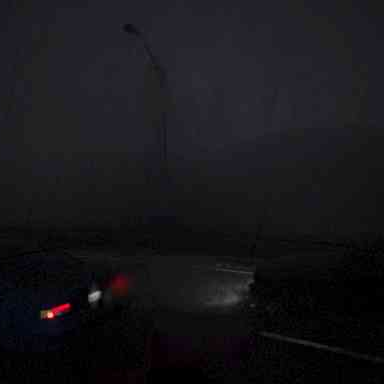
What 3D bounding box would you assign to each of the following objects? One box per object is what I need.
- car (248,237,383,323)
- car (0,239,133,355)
[{"bbox_3d":[3.712,1.478,5.576,5.357,1.411,2.033,-1,0,34],"label":"car"},{"bbox_3d":[-3.662,1.569,5.837,5.357,1.411,2.033,-1,0,25],"label":"car"}]
